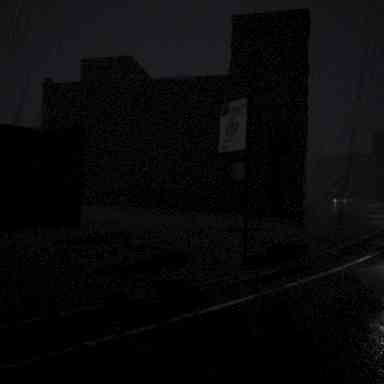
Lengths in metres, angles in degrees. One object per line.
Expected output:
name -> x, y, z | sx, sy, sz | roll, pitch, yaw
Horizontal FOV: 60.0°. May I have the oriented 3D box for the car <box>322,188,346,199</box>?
car -> 21.366, 0.197, 50.274 | 1.812, 1.442, 4.674 | 3, 3, -6
